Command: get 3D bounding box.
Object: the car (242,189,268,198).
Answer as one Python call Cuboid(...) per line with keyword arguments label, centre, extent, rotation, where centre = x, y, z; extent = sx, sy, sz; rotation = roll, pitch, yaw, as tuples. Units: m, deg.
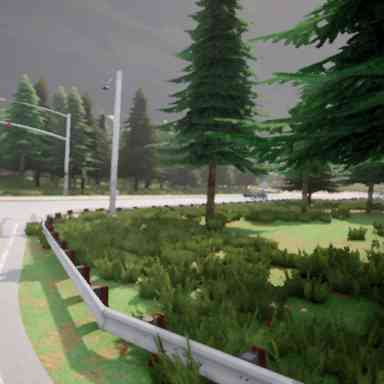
Cuboid(label="car", centre=(9.671, 0.305, 50.437), extent=(2.033, 1.411, 5.357), rotation=(6, 4, 37))
